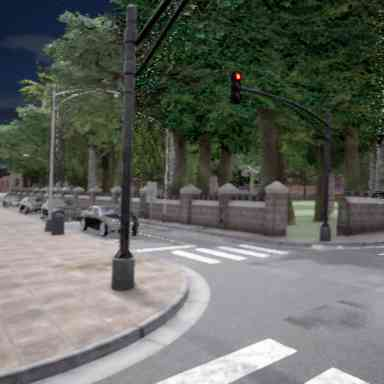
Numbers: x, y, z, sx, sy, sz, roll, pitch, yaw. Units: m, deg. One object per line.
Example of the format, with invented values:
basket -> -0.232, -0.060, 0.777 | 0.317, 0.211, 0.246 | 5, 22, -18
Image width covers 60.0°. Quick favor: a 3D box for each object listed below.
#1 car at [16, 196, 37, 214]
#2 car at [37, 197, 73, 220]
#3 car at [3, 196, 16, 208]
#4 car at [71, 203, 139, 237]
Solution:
car -> -15.796, 1.250, 33.303 | 2.097, 1.767, 4.553 | 2, -1, -36
car -> -10.017, 1.289, 25.475 | 2.097, 1.767, 4.553 | 2, -1, -36
car -> -24.025, 1.318, 44.538 | 2.128, 1.511, 4.902 | 2, -1, -36
car -> -4.575, 1.466, 18.117 | 2.128, 1.511, 4.902 | 2, -1, -36
